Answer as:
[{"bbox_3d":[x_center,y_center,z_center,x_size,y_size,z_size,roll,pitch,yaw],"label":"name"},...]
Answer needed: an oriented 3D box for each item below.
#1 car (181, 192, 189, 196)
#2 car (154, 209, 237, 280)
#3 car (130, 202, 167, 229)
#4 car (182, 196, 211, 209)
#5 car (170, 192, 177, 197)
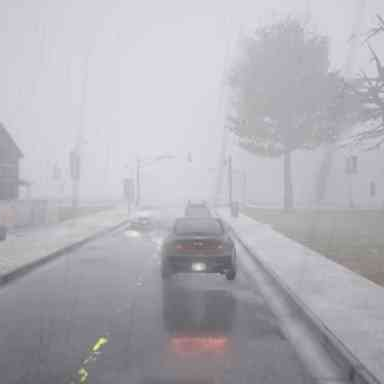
[{"bbox_3d":[-1.932,0.720,93.064,1.882,1.535,5.008,0,0,1],"label":"car"},{"bbox_3d":[0.187,1.432,9.722,1.837,1.490,4.892,0,-1,1],"label":"car"},{"bbox_3d":[-2.584,1.373,20.675,1.812,1.442,4.674,0,0,1],"label":"car"},{"bbox_3d":[0.389,1.304,25.598,2.128,1.511,4.902,0,0,1],"label":"car"},{"bbox_3d":[-5.182,0.778,93.096,2.033,1.411,5.357,0,0,1],"label":"car"}]
